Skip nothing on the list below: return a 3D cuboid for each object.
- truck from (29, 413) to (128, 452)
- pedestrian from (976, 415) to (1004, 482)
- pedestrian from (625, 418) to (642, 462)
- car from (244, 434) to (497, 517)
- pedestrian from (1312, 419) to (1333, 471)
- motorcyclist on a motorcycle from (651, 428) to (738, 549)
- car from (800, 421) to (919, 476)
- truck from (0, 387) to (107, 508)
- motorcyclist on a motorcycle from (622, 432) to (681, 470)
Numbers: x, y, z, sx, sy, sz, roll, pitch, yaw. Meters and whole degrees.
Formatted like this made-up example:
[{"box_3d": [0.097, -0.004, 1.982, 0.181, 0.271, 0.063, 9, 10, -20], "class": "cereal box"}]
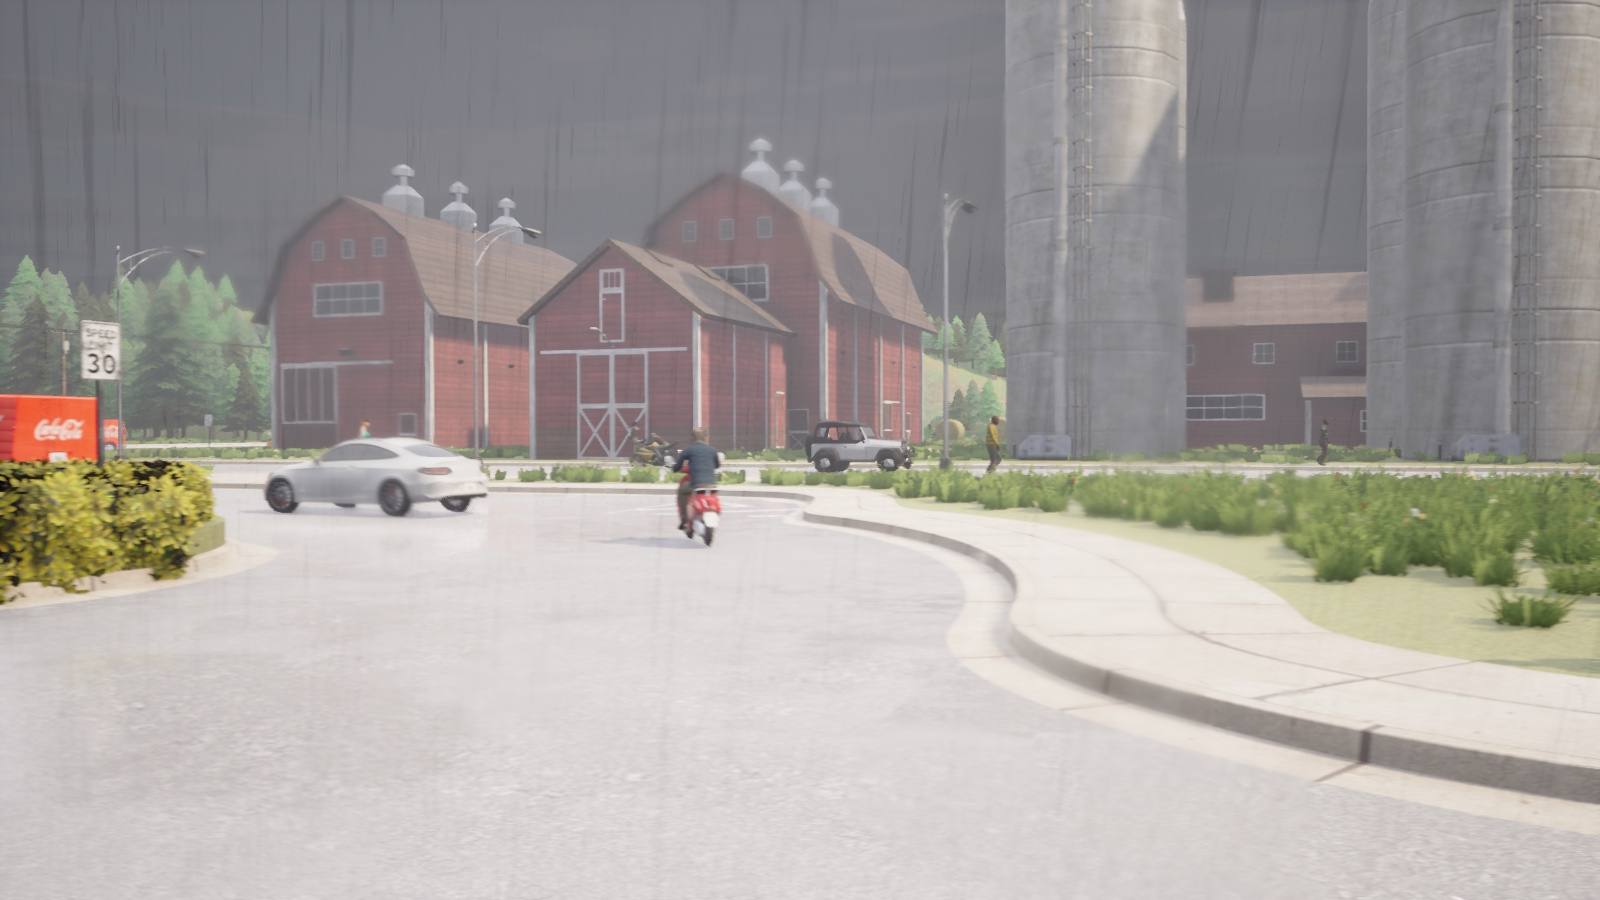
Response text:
[{"box_3d": [-47.364, -1.160, 82.561, 2.627, 2.467, 5.204, 1, 1, 19], "class": "truck"}, {"box_3d": [5.264, -0.055, 34.765, 0.726, 1.835, 0.370, 0, 1, 17], "class": "pedestrian"}, {"box_3d": [-7.486, -0.451, 56.474, 0.666, 1.930, 0.402, 1, 1, 33], "class": "pedestrian"}, {"box_3d": [-8.303, 0.433, 24.213, 4.674, 1.442, 1.812, 1, 1, 25], "class": "car"}, {"box_3d": [19.474, -0.194, 46.786, 0.692, 1.930, 0.395, 1, 1, 22], "class": "pedestrian"}, {"box_3d": [-1.502, 0.493, 17.547, 0.866, 1.590, 1.817, 0, 1, -16], "class": "motorcyclist on a motorcycle"}, {"box_3d": [2.127, -0.084, 44.583, 3.866, 1.878, 1.905, 1, 1, 18], "class": "car"}, {"box_3d": [-18.381, -0.150, 27.630, 5.204, 2.467, 2.627, 2, 1, 18], "class": "truck"}, {"box_3d": [-6.009, 0.024, 50.890, 2.191, 1.530, 0.866, 1, 1, 18], "class": "motorcyclist on a motorcycle"}]
